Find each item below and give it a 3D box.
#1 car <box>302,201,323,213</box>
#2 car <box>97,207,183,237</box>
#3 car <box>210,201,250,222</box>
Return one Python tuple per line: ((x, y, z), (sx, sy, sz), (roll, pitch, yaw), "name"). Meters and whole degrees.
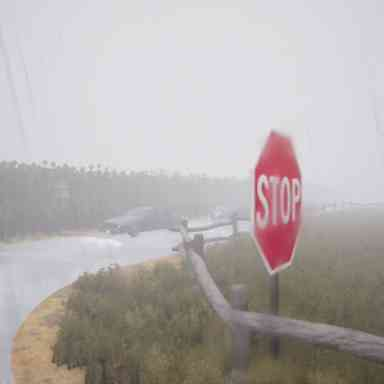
((11.215, 1.548, 32.161), (2.033, 1.411, 5.357), (0, 0, 35), "car")
((-2.566, 1.549, 18.432), (2.033, 1.411, 5.357), (0, 0, 35), "car")
((3.273, 1.493, 26.646), (2.128, 1.511, 4.902), (0, 0, 35), "car")
